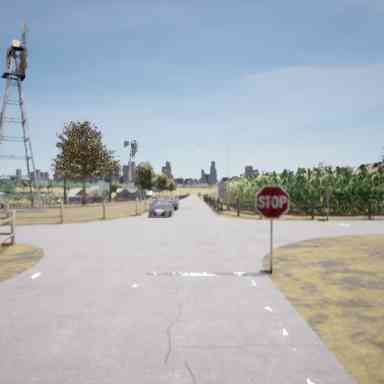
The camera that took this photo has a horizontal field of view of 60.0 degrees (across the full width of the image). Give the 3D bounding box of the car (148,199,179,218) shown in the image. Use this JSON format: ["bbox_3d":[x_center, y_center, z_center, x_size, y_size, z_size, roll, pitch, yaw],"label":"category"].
[{"bbox_3d":[-2.506,1.339,28.050,2.128,1.511,4.902,0,1,1],"label":"car"}]
